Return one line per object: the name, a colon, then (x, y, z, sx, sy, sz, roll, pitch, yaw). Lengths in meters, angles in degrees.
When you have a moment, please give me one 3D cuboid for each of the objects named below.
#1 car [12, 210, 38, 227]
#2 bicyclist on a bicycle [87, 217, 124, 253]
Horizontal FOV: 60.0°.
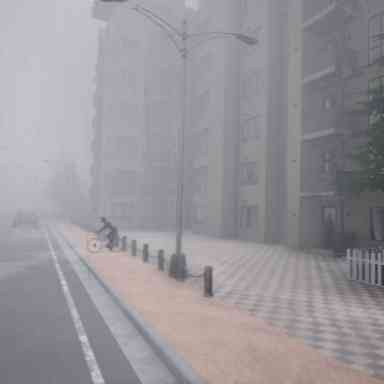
car: (-16.672, 2.559, 33.332, 2.097, 1.767, 4.553, 3, -3, -25)
bicyclist on a bicycle: (-3.909, 1.957, 15.115, 1.656, 1.620, 0.582, 3, -3, -25)
